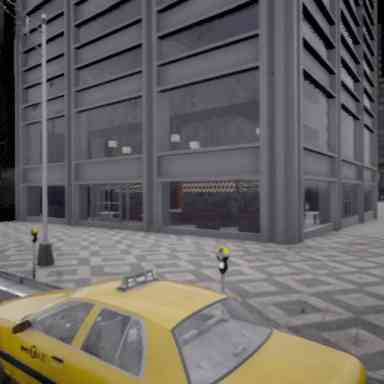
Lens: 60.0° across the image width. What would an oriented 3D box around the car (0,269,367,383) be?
[{"bbox_3d":[-0.762,1.537,3.620,4.829,1.417,1.752,-1,0,37],"label":"car"}]
